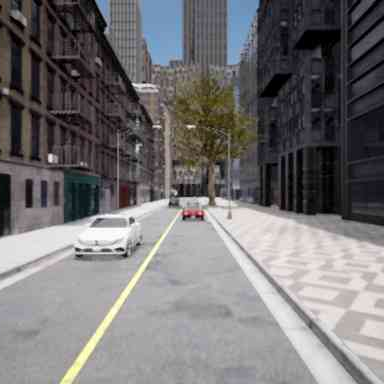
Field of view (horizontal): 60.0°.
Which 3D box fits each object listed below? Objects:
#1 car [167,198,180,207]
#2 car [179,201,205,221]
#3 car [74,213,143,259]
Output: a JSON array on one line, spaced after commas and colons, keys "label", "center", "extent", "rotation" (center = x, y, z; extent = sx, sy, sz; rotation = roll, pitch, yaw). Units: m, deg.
[{"label": "car", "center": [-3.030, 1.762, 56.144], "extent": [1.837, 1.490, 4.892], "rotation": [0, 0, 0]}, {"label": "car", "center": [0.105, 1.754, 29.193], "extent": [1.895, 1.301, 4.718], "rotation": [0, 0, 0]}, {"label": "car", "center": [-3.093, 1.599, 13.147], "extent": [1.812, 1.442, 4.674], "rotation": [0, 0, 0]}]
